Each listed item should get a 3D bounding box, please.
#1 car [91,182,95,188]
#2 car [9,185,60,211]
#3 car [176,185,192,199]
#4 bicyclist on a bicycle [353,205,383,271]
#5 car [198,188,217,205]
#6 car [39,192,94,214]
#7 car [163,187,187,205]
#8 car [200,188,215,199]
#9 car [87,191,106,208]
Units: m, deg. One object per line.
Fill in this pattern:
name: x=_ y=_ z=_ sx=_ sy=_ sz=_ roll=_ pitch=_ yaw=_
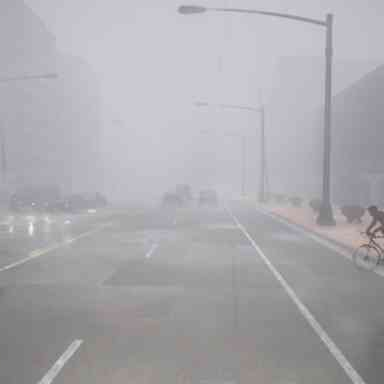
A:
car: x=-25.656 y=-1.724 z=82.911 sx=1.970 sy=1.475 sz=3.806 roll=0 pitch=4 yaw=3
car: x=-12.855 y=0.403 z=27.757 sx=2.150 sy=2.045 sz=5.566 roll=0 pitch=1 yaw=2
car: x=-1.260 y=-0.059 z=47.822 sx=2.150 sy=2.045 sz=5.566 roll=0 pitch=2 yaw=3
bicyclist on a bicycle: x=4.787 y=1.129 z=8.320 sx=1.656 sy=1.620 sz=0.582 roll=-9 pitch=1 yaw=3
car: x=1.668 y=0.545 z=35.277 sx=2.128 sy=1.511 sz=4.902 roll=0 pitch=2 yaw=3
car: x=-9.392 y=0.906 z=25.390 sx=1.895 sy=1.301 sz=4.718 roll=0 pitch=2 yaw=2
car: x=-1.866 y=0.527 z=34.786 sx=1.882 sy=1.535 sz=5.008 roll=0 pitch=1 yaw=3
car: x=2.281 y=0.207 z=48.524 sx=2.128 sy=1.511 sz=4.902 roll=0 pitch=1 yaw=3
car: x=-9.217 y=0.663 z=30.251 sx=1.812 sy=1.442 sz=4.674 roll=0 pitch=1 yaw=3
